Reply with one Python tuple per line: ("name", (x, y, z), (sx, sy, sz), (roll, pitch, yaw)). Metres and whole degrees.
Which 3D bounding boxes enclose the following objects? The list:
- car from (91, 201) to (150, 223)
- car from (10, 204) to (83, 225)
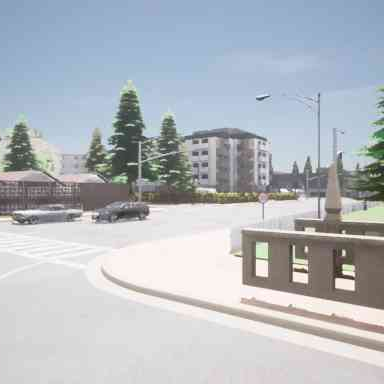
("car", (-5.356, 1.482, 25.397), (2.128, 1.511, 4.902), (0, 0, 38))
("car", (-10.555, 1.592, 24.391), (1.895, 1.301, 4.718), (0, 0, 38))
